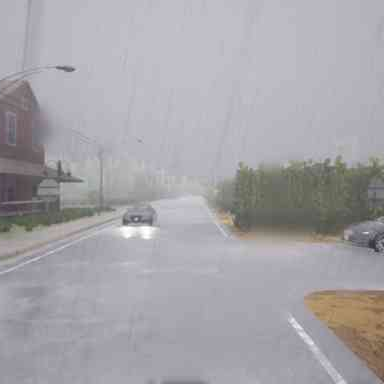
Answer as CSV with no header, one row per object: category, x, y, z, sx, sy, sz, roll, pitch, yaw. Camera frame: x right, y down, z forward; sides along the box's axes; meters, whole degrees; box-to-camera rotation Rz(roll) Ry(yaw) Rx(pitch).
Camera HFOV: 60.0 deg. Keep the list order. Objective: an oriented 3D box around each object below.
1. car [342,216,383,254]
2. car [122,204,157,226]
car,8.440,1.490,12.861,4.902,1.511,2.128,0,0,1
car,-3.561,1.561,23.276,1.994,1.385,4.181,0,0,0
